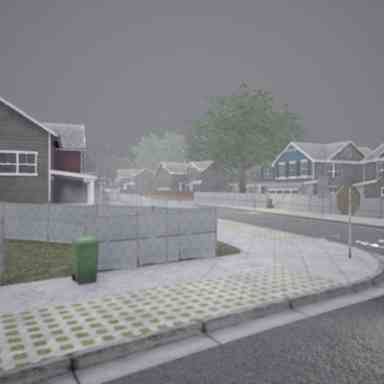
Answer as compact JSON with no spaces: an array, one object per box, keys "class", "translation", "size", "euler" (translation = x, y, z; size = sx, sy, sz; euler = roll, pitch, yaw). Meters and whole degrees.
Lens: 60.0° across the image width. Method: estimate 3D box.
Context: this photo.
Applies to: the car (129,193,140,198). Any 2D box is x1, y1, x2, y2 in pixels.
[{"class":"car","translation":[-9.222,0.861,52.845],"size":[2.033,1.411,5.357],"euler":[0,1,-29]}]
